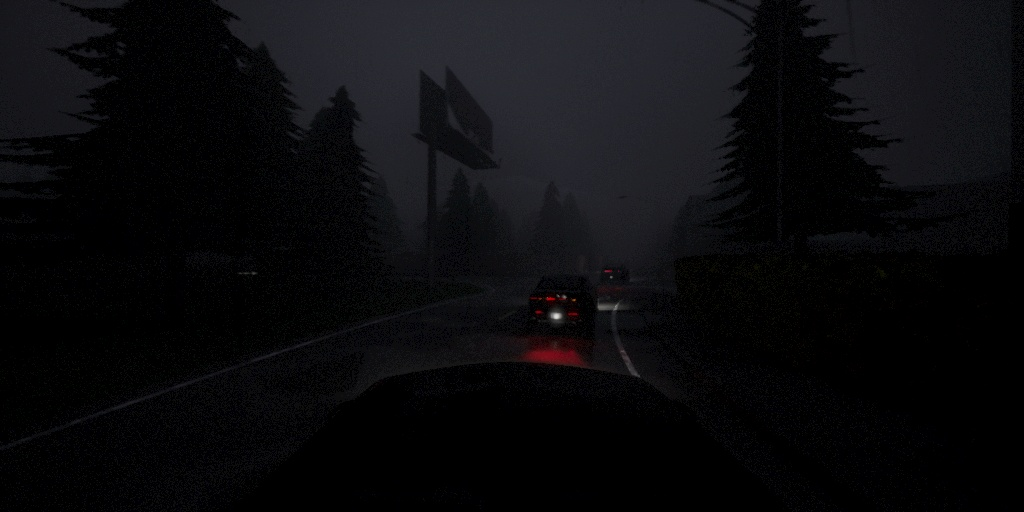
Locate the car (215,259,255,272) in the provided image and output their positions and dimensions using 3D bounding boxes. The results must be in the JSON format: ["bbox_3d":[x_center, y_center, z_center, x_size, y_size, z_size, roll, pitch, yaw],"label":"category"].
[{"bbox_3d":[-29.342,1.050,38.062,4.181,1.385,1.994,0,0,22],"label":"car"}]

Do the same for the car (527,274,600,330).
[{"bbox_3d":[1.752,1.300,11.510,1.837,1.490,4.892,0,0,15],"label":"car"}]

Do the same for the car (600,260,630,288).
[{"bbox_3d":[8.198,1.357,28.439,2.128,1.511,4.902,1,0,23],"label":"car"}]

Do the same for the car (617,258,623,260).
[{"bbox_3d":[14.742,1.381,53.404,2.097,1.767,4.553,0,0,23],"label":"car"}]
